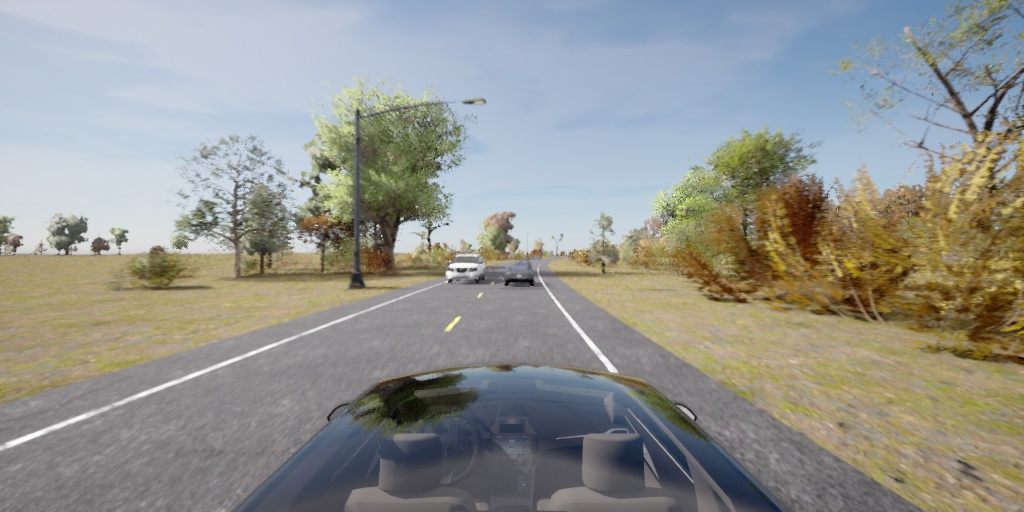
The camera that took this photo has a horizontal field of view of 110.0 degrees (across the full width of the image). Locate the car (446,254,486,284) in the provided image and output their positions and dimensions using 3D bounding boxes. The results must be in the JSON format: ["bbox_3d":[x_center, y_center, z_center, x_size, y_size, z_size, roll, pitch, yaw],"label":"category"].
[{"bbox_3d":[-3.158,0.858,25.610,2.150,2.045,5.566,0,0,2],"label":"car"}]

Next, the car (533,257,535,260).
[{"bbox_3d":[1.411,1.130,42.075,1.994,1.385,4.181,0,0,4],"label":"car"}]

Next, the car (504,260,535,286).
[{"bbox_3d":[0.534,1.213,24.560,1.994,1.385,4.181,0,0,2],"label":"car"}]
